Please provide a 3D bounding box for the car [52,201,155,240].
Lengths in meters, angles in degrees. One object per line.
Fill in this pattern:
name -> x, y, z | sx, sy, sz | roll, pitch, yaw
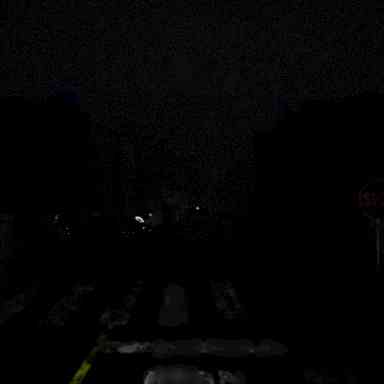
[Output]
car -> -4.339, 1.331, 16.403 | 4.553, 1.767, 2.097 | 0, -1, 0

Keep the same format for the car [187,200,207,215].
car -> 0.516, 1.547, 34.298 | 1.994, 1.385, 4.181 | 0, 0, -1

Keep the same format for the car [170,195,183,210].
car -> -2.524, 1.454, 42.319 | 1.882, 1.535, 5.008 | 0, 0, 0

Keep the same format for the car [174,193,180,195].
car -> -5.188, 1.509, 92.822 | 2.008, 1.369, 4.403 | 1, 0, 0

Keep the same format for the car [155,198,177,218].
car -> -3.087, 1.535, 30.422 | 2.033, 1.411, 5.357 | 0, 0, 8

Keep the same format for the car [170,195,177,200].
car -> -5.227, 1.484, 94.796 | 1.752, 1.417, 4.829 | 1, 0, 0
